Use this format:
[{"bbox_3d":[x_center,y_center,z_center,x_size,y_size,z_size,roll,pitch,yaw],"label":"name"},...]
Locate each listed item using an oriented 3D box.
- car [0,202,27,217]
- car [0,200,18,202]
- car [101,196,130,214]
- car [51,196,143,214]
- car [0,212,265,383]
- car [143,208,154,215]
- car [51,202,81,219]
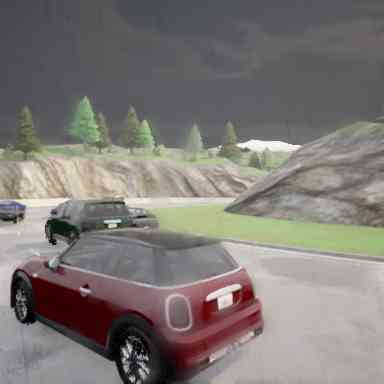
[{"bbox_3d":[-14.130,1.725,25.566,1.895,1.301,4.718,0,0,-18],"label":"car"},{"bbox_3d":[-19.820,1.654,36.295,1.882,1.535,5.008,0,0,-5],"label":"car"},{"bbox_3d":[-9.321,1.483,40.989,2.150,2.045,5.566,0,0,2],"label":"car"},{"bbox_3d":[-4.457,1.307,14.019,2.150,2.045,5.566,0,0,-37],"label":"car"},{"bbox_3d":[-1.188,1.390,5.555,4.553,1.767,2.097,0,-1,41],"label":"car"},{"bbox_3d":[-3.596,1.618,19.101,2.128,1.511,4.902,0,0,-33],"label":"car"},{"bbox_3d":[-12.065,1.747,32.123,1.994,1.385,4.181,0,0,-11],"label":"car"}]
